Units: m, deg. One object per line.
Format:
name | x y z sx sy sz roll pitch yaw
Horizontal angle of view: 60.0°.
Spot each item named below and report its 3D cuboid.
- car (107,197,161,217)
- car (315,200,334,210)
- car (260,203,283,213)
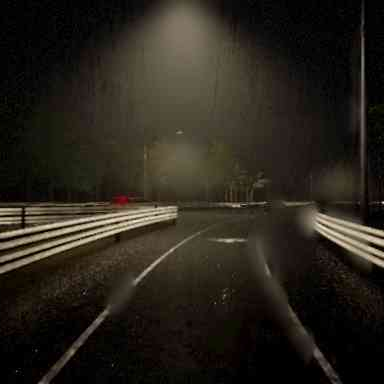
car | -5.387 1.482 31.577 2.150 2.045 5.566 -1 -2 42
car | 26.685 2.553 66.775 2.150 2.045 5.566 -1 -2 42
car | 12.087 2.367 50.751 1.812 1.442 4.674 -1 -2 42
